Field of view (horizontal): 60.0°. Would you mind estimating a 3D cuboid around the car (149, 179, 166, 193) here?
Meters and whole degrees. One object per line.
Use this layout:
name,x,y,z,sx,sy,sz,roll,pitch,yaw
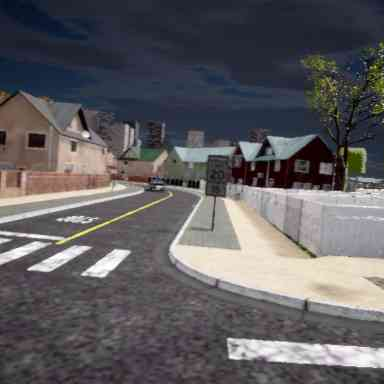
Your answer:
car,-4.324,-0.821,41.599,2.128,1.511,4.902,4,2,-10
